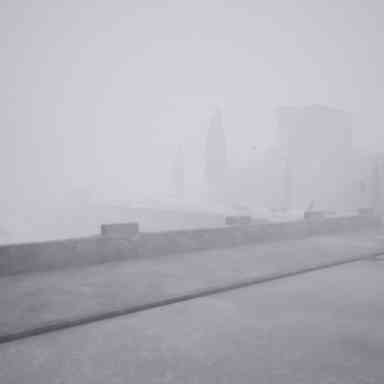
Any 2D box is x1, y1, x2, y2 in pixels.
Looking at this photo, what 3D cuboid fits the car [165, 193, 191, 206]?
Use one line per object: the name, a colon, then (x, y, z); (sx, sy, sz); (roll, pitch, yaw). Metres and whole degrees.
car: (-2.423, 1.151, 54.645); (2.150, 2.045, 5.566); (0, 0, -35)
